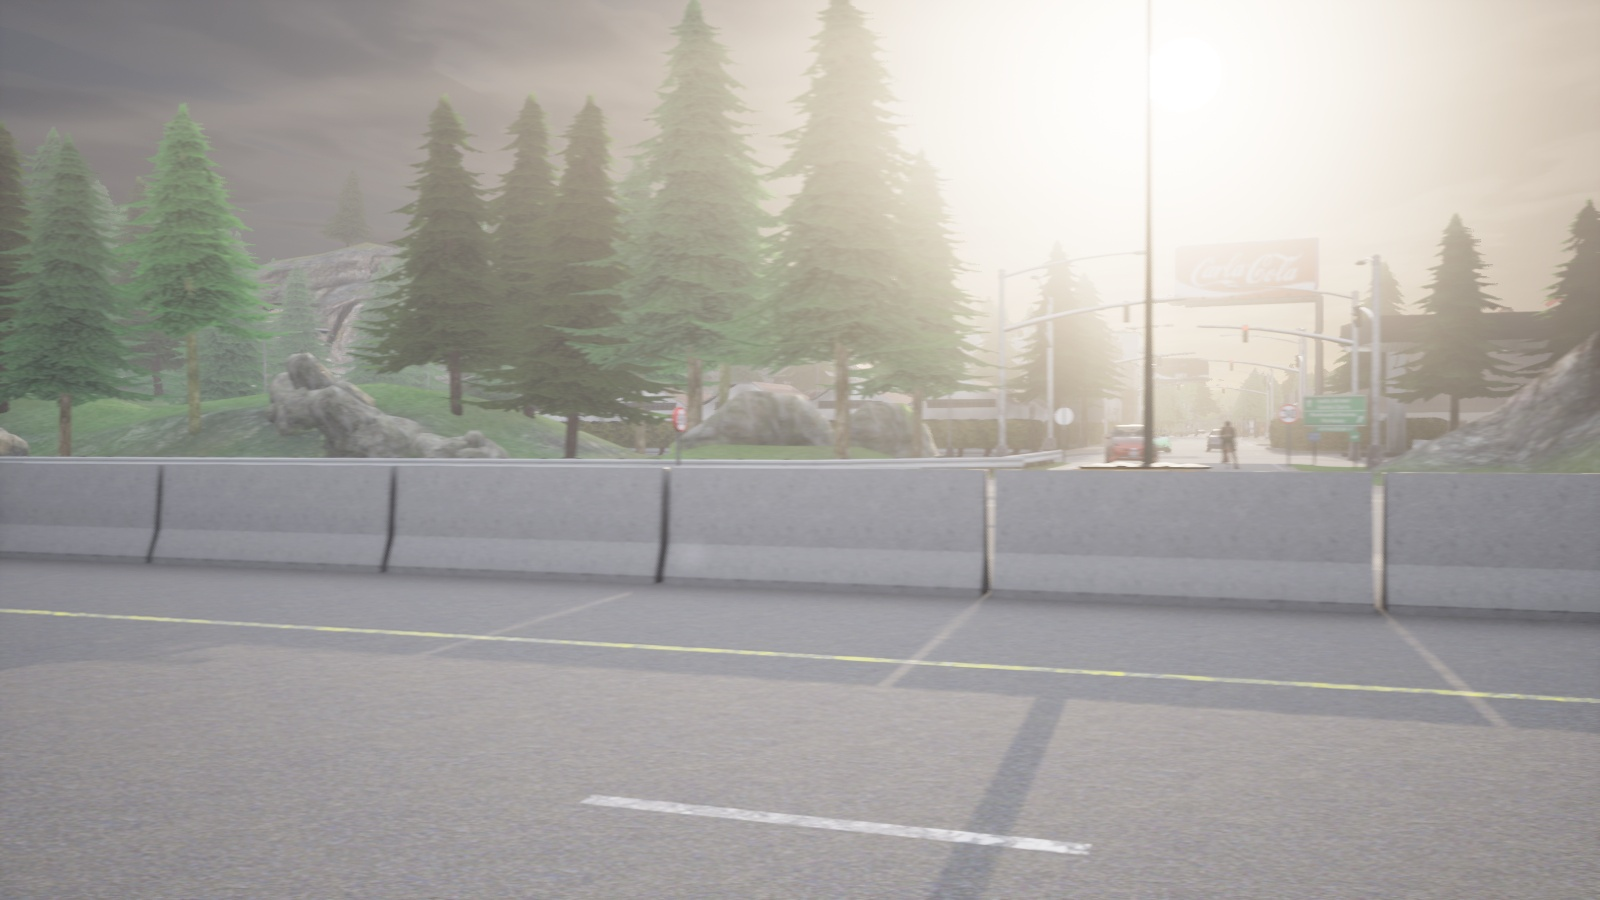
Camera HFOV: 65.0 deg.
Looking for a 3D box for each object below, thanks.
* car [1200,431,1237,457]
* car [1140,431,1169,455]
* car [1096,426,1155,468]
[{"bbox_3d":[25.665,-0.387,77.022,2.033,1.411,5.357,2,2,18],"label":"car"},{"bbox_3d":[20.523,-0.401,72.629,1.481,1.376,2.207,1,1,18],"label":"car"},{"bbox_3d":[12.508,-0.152,48.416,2.007,1.525,4.514,0,1,12],"label":"car"}]
